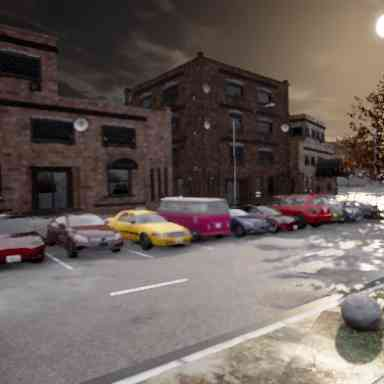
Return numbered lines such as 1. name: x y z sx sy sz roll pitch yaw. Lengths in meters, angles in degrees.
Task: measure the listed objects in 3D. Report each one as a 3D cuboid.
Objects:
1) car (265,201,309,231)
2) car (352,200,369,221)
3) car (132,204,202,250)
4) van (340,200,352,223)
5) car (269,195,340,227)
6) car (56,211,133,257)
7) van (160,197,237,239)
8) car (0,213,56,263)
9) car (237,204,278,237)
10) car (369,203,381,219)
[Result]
1. car: 4.100 1.503 19.868 2.163 1.488 4.792 0 0 -39
2. car: 10.376 1.305 25.191 2.185 1.767 4.553 0 0 -40
3. car: -2.119 1.491 14.730 1.946 1.575 5.366 0 0 -37
4. van: 8.356 1.220 23.308 1.878 1.987 4.442 0 0 -40
5. car: 6.161 1.211 21.653 2.435 2.045 5.566 0 0 -40
6. car: -4.403 1.538 13.225 2.002 1.452 4.674 0 0 -37
7. van: -0.148 1.264 16.647 1.878 1.987 4.442 0 0 -38
8. car: -6.574 1.529 11.566 2.163 1.488 4.792 0 0 -36
9. car: 2.052 1.522 18.241 2.002 1.452 4.674 0 0 -38
10. car: 12.513 1.414 26.931 2.231 1.521 4.892 0 0 -40
